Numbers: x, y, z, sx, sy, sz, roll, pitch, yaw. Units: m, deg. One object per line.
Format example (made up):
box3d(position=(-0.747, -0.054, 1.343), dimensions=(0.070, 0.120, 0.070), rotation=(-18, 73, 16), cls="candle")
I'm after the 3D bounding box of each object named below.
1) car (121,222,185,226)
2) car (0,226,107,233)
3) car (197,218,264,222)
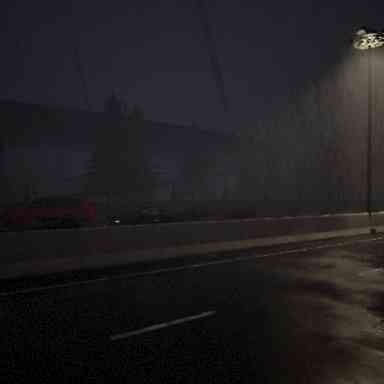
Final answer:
box3d(position=(-2.648, 1.572, 19.178), dimensions=(4.902, 1.511, 2.128), rotation=(1, 0, -36), cls="car")
box3d(position=(-5.719, 1.624, 12.695), dimensions=(4.718, 1.301, 1.895), rotation=(1, 0, -35), cls="car")
box3d(position=(2.236, 1.638, 18.365), dimensions=(4.674, 1.442, 1.812), rotation=(1, 0, -36), cls="car")
